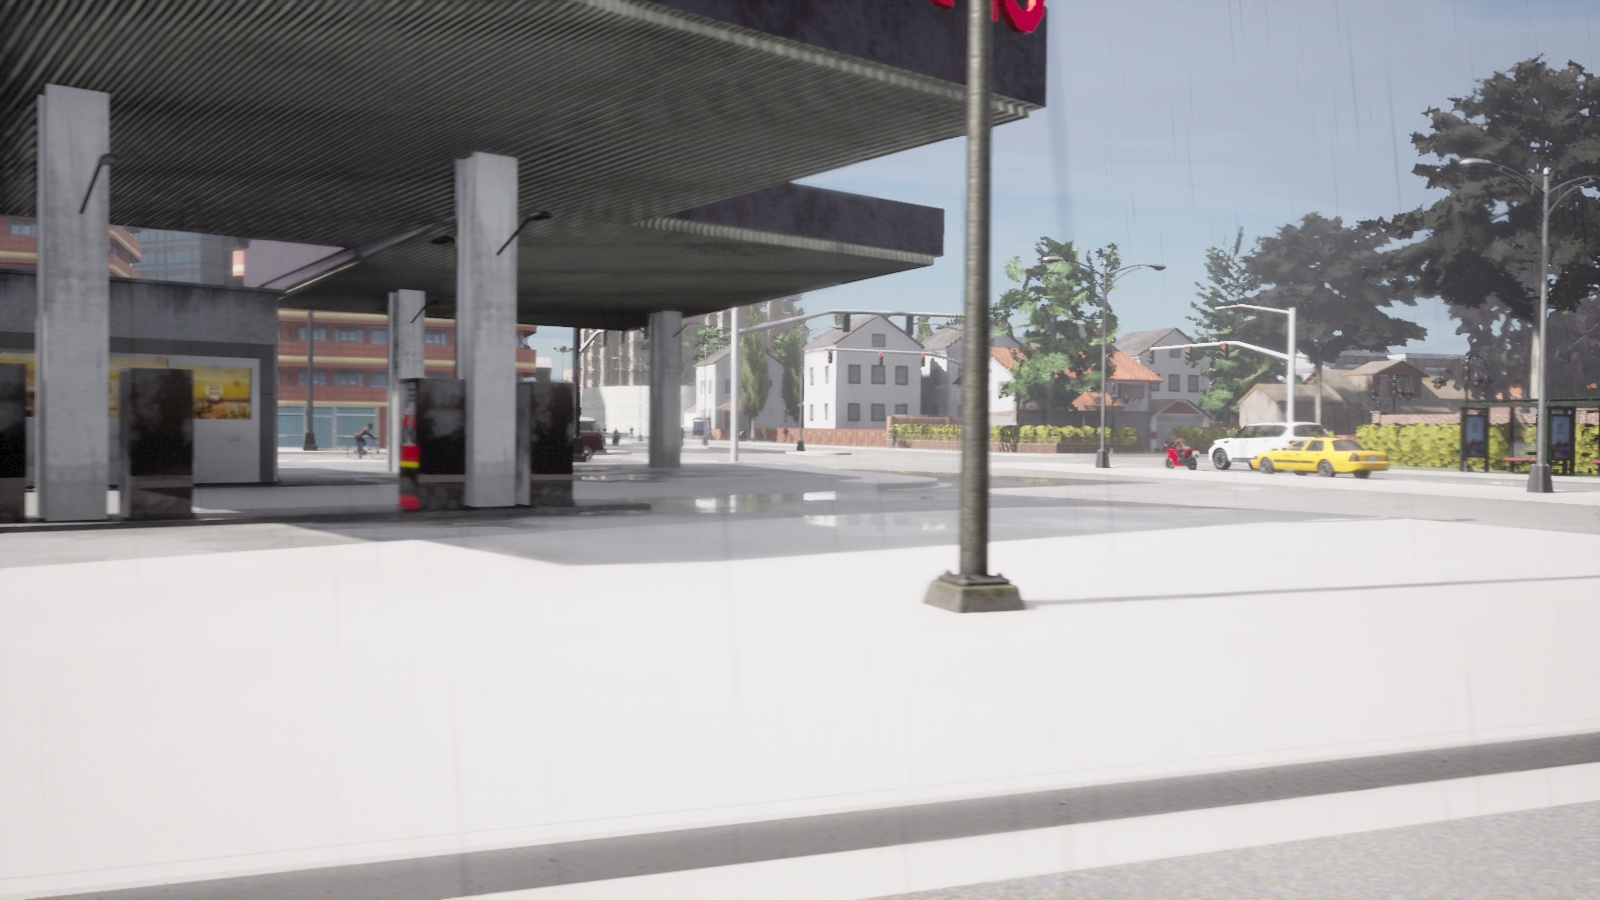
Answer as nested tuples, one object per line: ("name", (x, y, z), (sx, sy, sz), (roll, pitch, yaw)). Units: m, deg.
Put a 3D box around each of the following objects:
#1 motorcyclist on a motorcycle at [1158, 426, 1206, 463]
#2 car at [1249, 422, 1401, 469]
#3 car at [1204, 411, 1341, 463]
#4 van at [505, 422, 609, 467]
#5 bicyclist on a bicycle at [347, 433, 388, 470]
("motorcyclist on a motorcycle", (15.828, -0.238, 52.049), (0.797, 1.523, 2.044), (-1, 1, -21))
("car", (18.605, -0.194, 44.826), (1.801, 1.575, 5.366), (-1, 1, -21))
("car", (19.519, -0.543, 52.188), (2.150, 2.045, 5.566), (-1, 1, -21))
("van", (-11.315, -0.278, 58.452), (4.442, 1.987, 1.775), (-1, 1, -22))
("bicyclist on a bicycle", (-19.048, 0.056, 55.338), (1.656, 1.620, 0.582), (-1, 1, -22))
